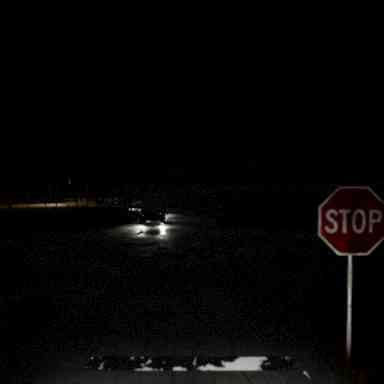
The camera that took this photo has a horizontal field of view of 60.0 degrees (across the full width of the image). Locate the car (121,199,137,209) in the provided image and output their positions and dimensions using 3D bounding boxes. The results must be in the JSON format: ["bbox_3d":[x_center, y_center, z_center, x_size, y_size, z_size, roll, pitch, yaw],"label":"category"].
[{"bbox_3d":[-9.146,1.766,51.186,1.812,1.442,4.674,-1,0,-28],"label":"car"}]

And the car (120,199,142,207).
[{"bbox_3d":[-11.081,1.890,59.976,1.895,1.301,4.718,-1,0,-37],"label":"car"}]

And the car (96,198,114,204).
[{"bbox_3d":[-17.725,1.871,67.475,4.181,1.385,1.994,-1,0,42],"label":"car"}]

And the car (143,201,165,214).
[{"bbox_3d":[-4.548,1.749,39.043,1.895,1.301,4.718,0,0,-14],"label":"car"}]

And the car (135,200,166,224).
[{"bbox_3d":[-3.067,1.579,26.395,1.882,1.535,5.008,0,0,-3],"label":"car"}]
